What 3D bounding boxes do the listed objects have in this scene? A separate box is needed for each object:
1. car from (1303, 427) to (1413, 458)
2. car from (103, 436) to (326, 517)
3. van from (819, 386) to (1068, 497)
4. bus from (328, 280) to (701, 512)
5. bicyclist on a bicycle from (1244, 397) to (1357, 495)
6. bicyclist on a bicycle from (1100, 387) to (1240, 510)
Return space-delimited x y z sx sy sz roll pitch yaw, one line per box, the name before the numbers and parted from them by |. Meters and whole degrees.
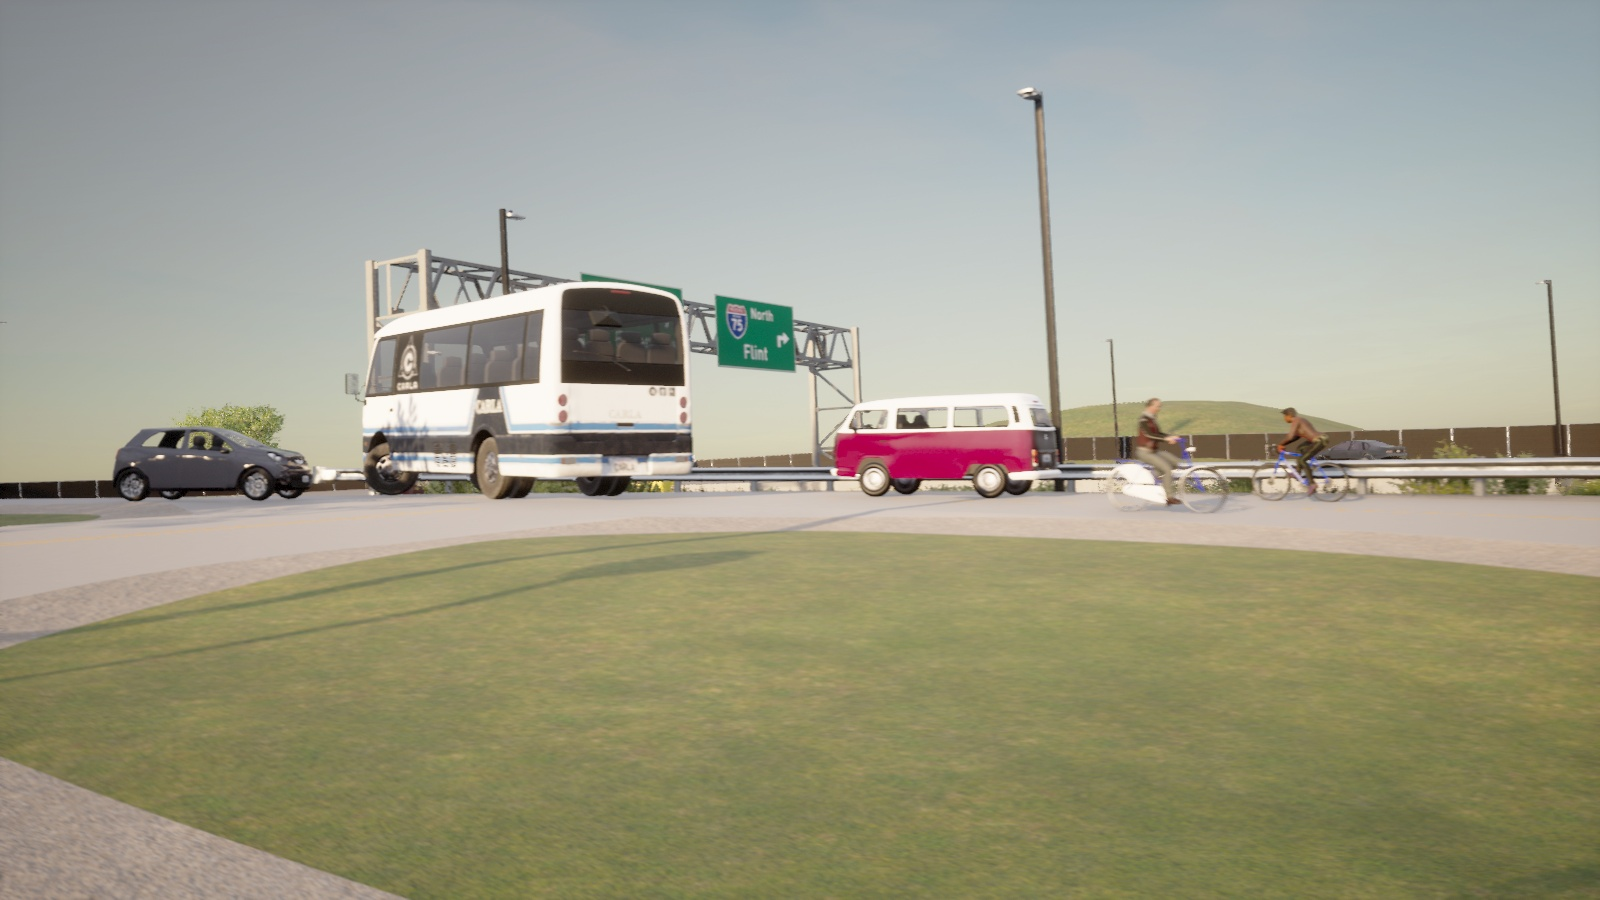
car | 30.812 -0.387 69.515 2.033 1.411 5.357 -3 0 -30
car | -11.827 0.526 25.516 3.633 1.501 1.845 -1 -1 2
van | 2.881 -0.135 25.360 4.480 2.038 2.069 -1 0 29
bus | -6.827 -0.984 28.233 3.944 4.253 10.273 -2 1 -39
bicyclist on a bicycle | 8.552 -0.058 21.504 1.656 1.620 0.582 -2 1 41
bicyclist on a bicycle | 5.565 -0.012 18.930 1.843 1.776 0.659 -1 1 36
